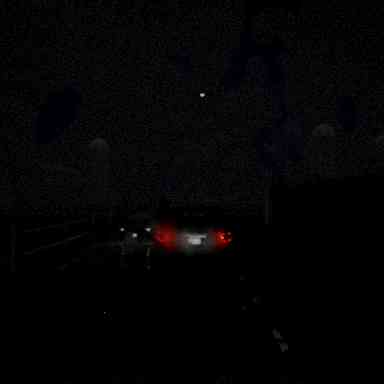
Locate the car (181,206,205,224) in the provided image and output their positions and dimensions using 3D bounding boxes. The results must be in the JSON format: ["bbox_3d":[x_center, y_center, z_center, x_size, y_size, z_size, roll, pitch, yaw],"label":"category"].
[{"bbox_3d":[0.103,2.014,30.628,2.033,1.411,5.357,0,-1,0],"label":"car"}]

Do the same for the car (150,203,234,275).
[{"bbox_3d":[0.086,1.371,11.148,2.150,2.045,5.566,0,-1,0],"label":"car"}]

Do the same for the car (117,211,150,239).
[{"bbox_3d":[-2.843,1.814,19.155,2.033,1.411,5.357,0,-1,0],"label":"car"}]
